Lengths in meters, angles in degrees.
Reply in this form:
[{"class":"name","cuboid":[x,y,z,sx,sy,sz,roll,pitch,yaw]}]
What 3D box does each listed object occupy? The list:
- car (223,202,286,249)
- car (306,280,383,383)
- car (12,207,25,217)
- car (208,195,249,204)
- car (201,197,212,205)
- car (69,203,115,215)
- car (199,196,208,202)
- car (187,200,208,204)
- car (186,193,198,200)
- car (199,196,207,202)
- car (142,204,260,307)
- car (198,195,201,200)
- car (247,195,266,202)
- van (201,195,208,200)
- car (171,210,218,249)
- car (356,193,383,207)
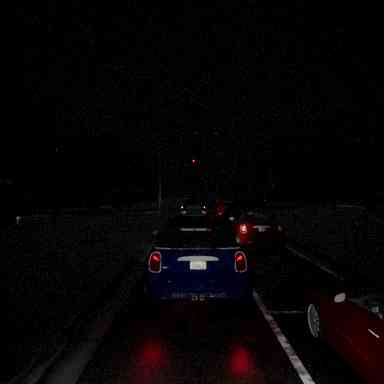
[{"class":"car","cuboid":[2.635,1.443,14.429,1.967,1.590,4.097,-1,0,0]},{"class":"car","cuboid":[2.631,1.582,3.624,1.802,1.307,4.206,-1,0,0]},{"class":"car","cuboid":[-21.119,2.119,36.987,4.674,1.442,1.812,-2,1,0]},{"class":"car","cuboid":[2.639,1.326,25.234,2.192,1.841,5.009,-1,0,0]},{"class":"car","cuboid":[2.663,1.652,62.408,1.802,1.307,4.206,-1,0,0]},{"class":"car","cuboid":[-10.993,1.900,36.973,4.718,1.301,1.895,-2,1,0]},{"class":"car","cuboid":[2.671,1.664,78.627,2.008,1.369,4.403,-1,0,0]},{"class":"car","cuboid":[0.116,1.575,25.526,1.994,1.385,4.181,0,0,-1]},{"class":"car","cuboid":[0.100,1.294,63.259,2.150,2.045,5.566,0,0,1]},{"class":"car","cuboid":[2.674,1.675,84.034,1.887,1.381,4.507,-1,0,0]},{"class":"car","cuboid":[0.074,1.353,8.171,2.097,1.767,4.553,0,0,-1]},{"class":"car","cuboid":[2.656,1.373,57.002,2.192,1.841,5.009,-1,0,0]},{"class":"car","cuboid":[6.832,1.159,40.684,4.553,1.767,2.097,-2,1,11]},{"class":"van","cuboid":[2.653,1.389,51.596,1.690,1.788,3.998,-1,0,0]},{"class":"car","cuboid":[0.103,1.605,15.514,1.895,1.301,4.718,0,0,0]},{"class":"car","cuboid":[22.349,0.926,39.927,4.892,1.490,1.837,-1,1,0]}]
